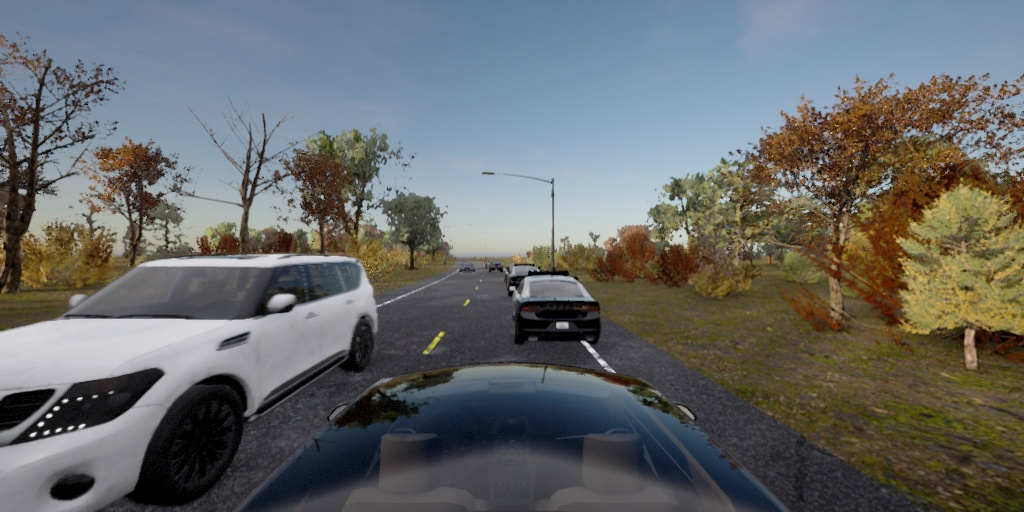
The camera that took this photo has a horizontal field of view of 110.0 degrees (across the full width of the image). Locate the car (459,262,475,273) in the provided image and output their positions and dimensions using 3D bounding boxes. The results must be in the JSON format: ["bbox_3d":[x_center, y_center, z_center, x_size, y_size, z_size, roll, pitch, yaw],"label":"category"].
[{"bbox_3d":[-5.748,1.476,46.338,1.994,1.385,4.181,0,0,-5],"label":"car"}]

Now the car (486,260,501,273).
[{"bbox_3d":[-2.167,1.420,47.450,1.837,1.490,4.892,0,0,-5],"label":"car"}]

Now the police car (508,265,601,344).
[{"bbox_3d":[0.969,1.207,9.809,1.930,1.638,5.238,0,0,-1],"label":"police car"}]

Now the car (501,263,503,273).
[{"bbox_3d":[0.414,1.314,25.779,1.882,1.535,5.008,0,0,-3],"label":"car"}]

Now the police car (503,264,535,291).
[{"bbox_3d":[0.679,1.244,19.861,1.930,1.638,5.238,0,0,-2],"label":"police car"}]

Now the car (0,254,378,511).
[{"bbox_3d":[-3.636,0.983,4.746,2.150,2.045,5.566,0,0,-1],"label":"car"}]
